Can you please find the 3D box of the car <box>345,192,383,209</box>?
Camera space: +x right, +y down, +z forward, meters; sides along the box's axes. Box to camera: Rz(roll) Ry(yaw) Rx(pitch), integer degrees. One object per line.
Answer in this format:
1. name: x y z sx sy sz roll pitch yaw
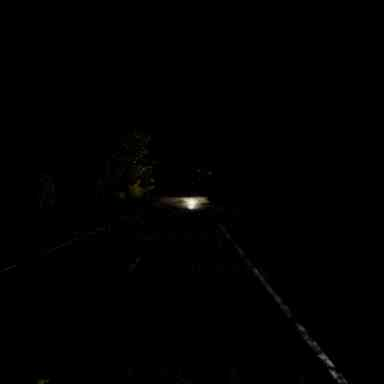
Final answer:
1. car: 18.340 0.779 34.266 4.553 1.767 2.097 -1 0 0
